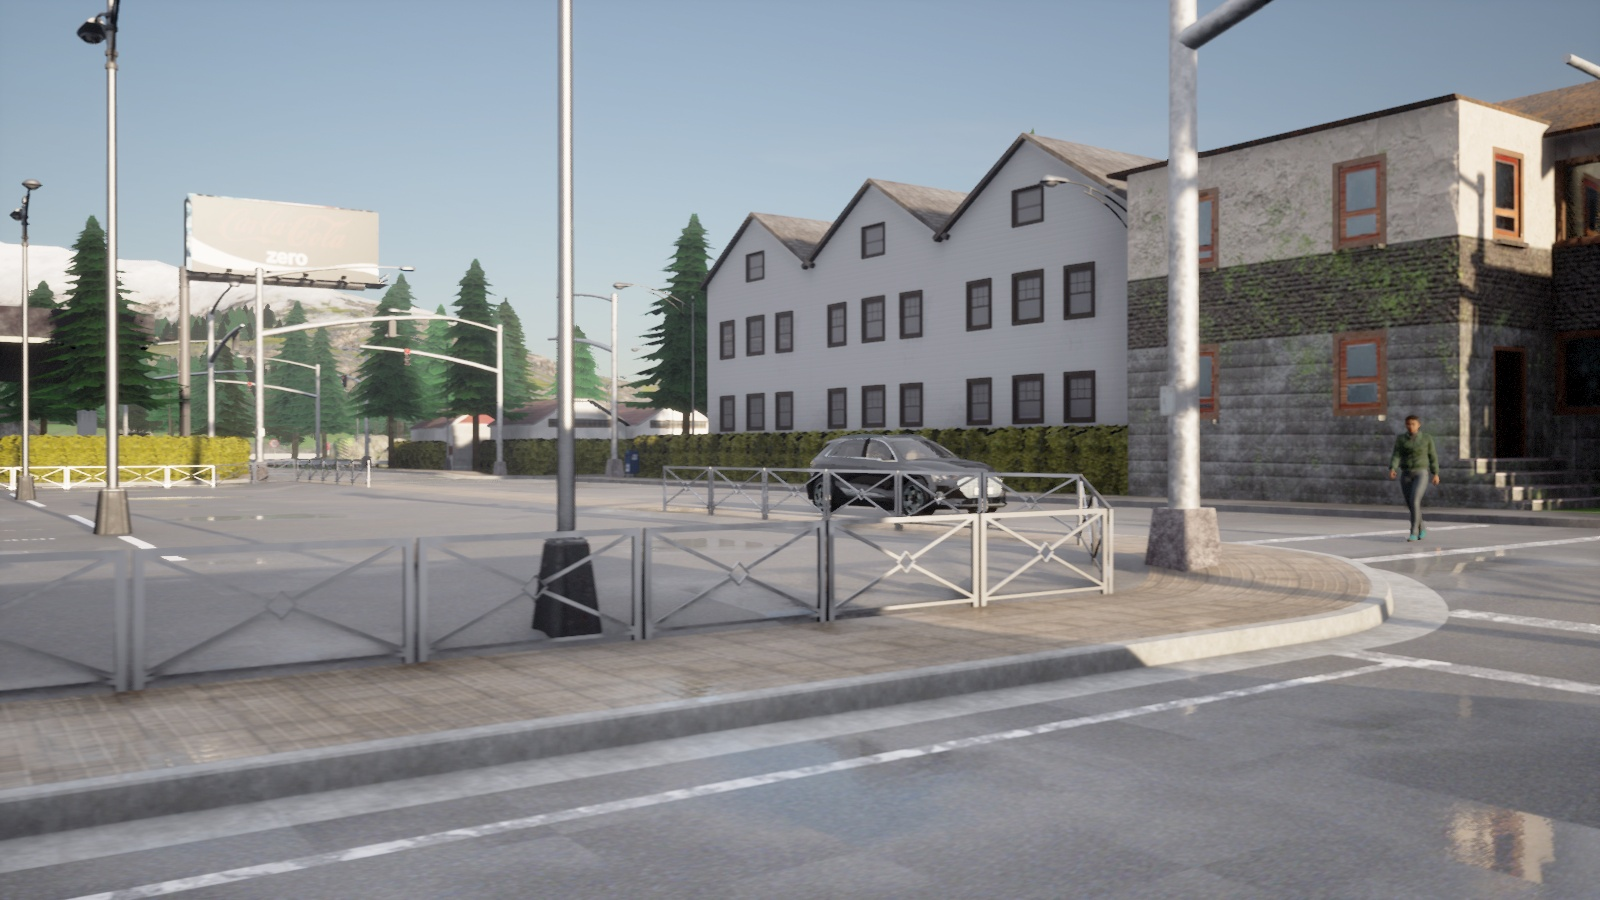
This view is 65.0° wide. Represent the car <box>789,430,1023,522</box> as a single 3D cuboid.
[{"bbox_3d":[1.999,0.473,25.172,2.033,1.649,4.856,0,0,-35],"label":"car"}]

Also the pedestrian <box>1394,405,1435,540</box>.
[{"bbox_3d":[8.564,0.303,17.499,0.353,1.847,0.614,0,0,42],"label":"pedestrian"}]
